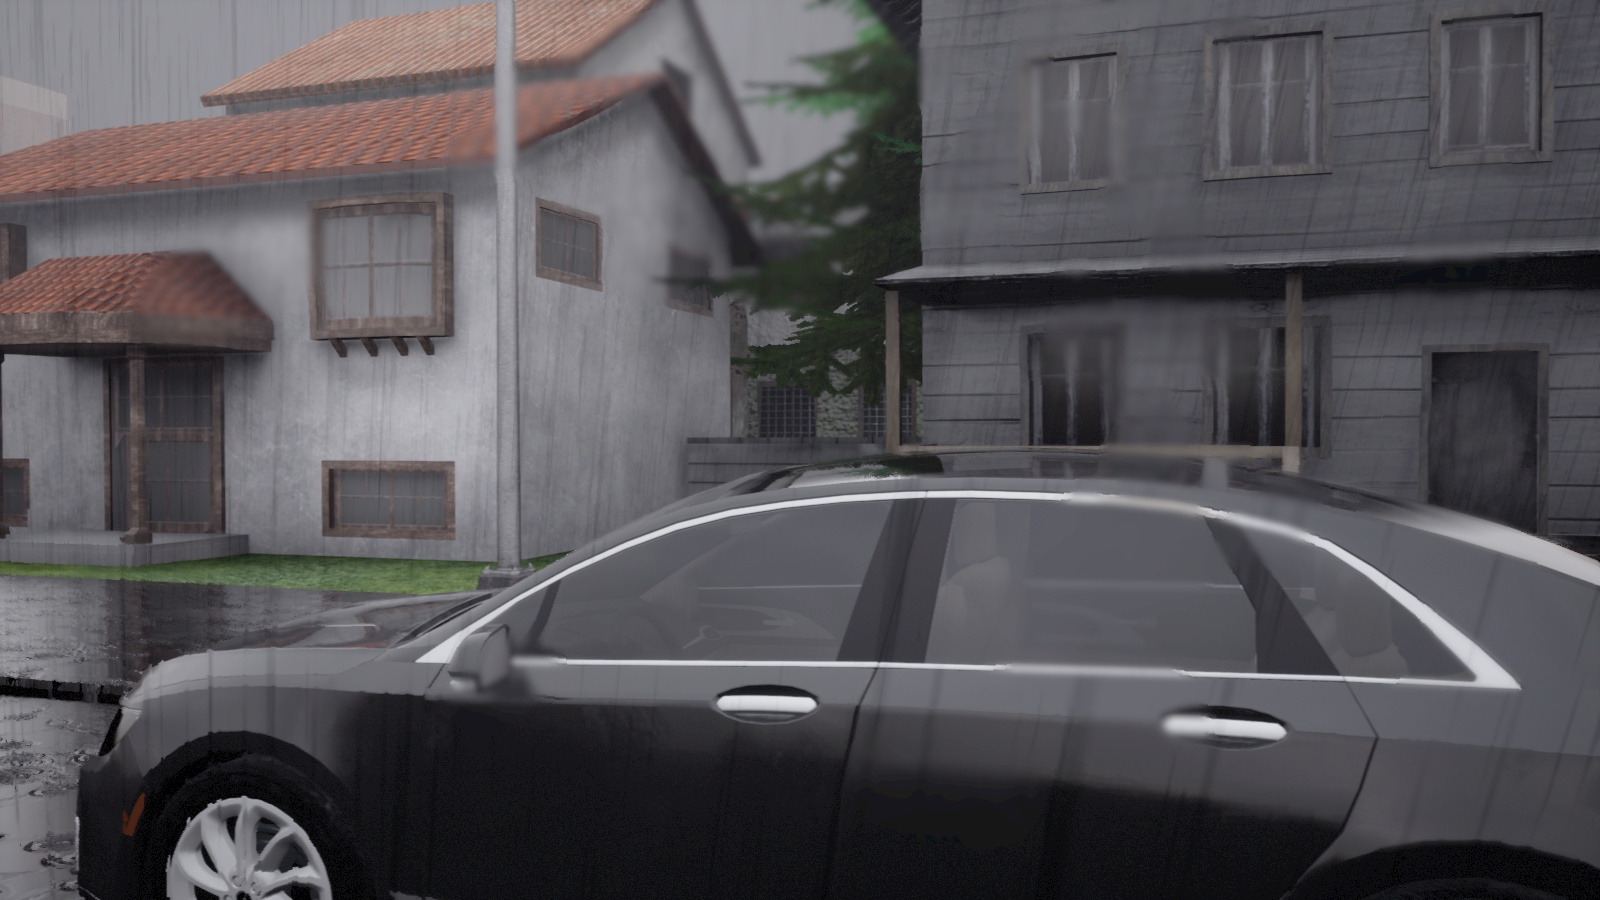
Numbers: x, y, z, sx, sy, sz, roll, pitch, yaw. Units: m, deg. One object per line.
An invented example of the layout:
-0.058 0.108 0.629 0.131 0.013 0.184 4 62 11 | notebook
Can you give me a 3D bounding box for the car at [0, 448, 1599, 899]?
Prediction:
0.233 0.772 3.643 4.892 1.490 1.837 1 1 19 | car
